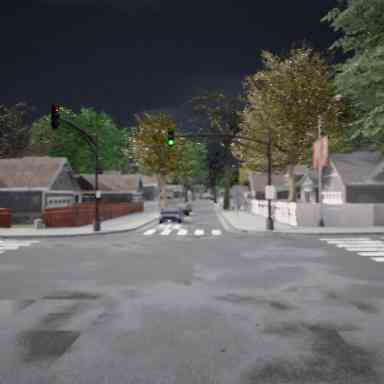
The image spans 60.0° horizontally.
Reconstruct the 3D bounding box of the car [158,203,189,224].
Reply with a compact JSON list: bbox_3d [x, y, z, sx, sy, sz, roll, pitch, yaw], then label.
[{"bbox_3d":[-1.701,1.945,29.190,2.033,1.411,5.357,0,-1,3],"label":"car"}]

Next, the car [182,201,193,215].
[{"bbox_3d":[-1.268,2.009,39.359,1.882,1.535,5.008,0,-1,3],"label":"car"}]

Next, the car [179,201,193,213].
[{"bbox_3d":[-0.846,2.166,49.272,1.837,1.490,4.892,0,0,3],"label":"car"}]
